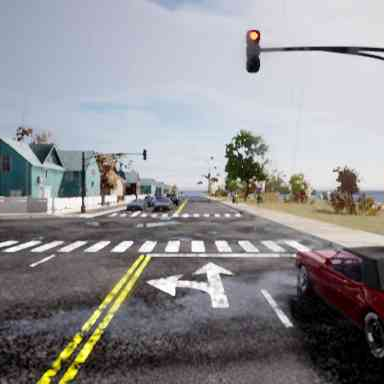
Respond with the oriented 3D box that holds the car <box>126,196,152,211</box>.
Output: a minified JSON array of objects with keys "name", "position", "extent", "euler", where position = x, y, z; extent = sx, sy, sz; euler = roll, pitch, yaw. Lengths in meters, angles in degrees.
[{"name":"car","position":[-6.544,1.540,40.123],"extent":[2.033,1.411,5.357],"euler":[0,0,0]}]

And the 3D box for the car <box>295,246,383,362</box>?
[{"name":"car","position":[3.355,1.596,5.825],"extent":[1.895,1.301,4.718],"euler":[0,0,0]}]

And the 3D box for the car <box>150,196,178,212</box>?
[{"name":"car","position":[-3.272,1.540,39.769],"extent":[2.033,1.411,5.357],"euler":[0,0,4]}]

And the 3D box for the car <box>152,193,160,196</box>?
[{"name":"car","position":[-6.524,1.350,50.593],"extent":[2.097,1.767,4.553],"euler":[0,0,0]}]

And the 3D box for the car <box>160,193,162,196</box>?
[{"name":"car","position":[-6.457,1.230,64.521],"extent":[2.150,2.045,5.566],"euler":[0,0,1]}]

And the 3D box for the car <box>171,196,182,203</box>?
[{"name":"car","position":[-3.167,1.561,69.261],"extent":[2.033,1.411,5.357],"euler":[0,0,0]}]

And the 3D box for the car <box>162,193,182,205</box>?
[{"name":"car","position":[-3.263,1.224,54.527],"extent":[2.150,2.045,5.566],"euler":[0,0,0]}]
